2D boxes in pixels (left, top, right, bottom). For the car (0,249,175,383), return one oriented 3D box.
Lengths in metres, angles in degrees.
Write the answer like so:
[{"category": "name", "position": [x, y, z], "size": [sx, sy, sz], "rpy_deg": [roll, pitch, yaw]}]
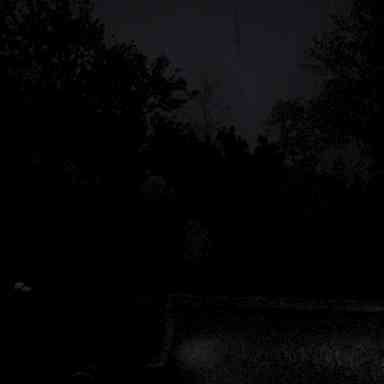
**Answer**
[{"category": "car", "position": [-2.553, 1.384, 3.892], "size": [4.718, 1.301, 1.895], "rpy_deg": [4, 0, -1]}]
